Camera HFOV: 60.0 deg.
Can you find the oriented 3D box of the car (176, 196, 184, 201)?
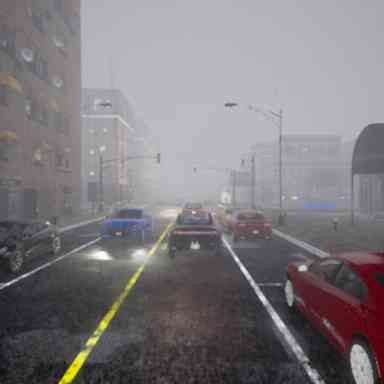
[{"bbox_3d":[-2.989,1.679,84.640,2.033,1.411,5.357,0,0,0],"label":"car"}]

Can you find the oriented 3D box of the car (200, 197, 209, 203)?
[{"bbox_3d":[2.695,1.690,71.576,1.802,1.307,4.206,0,0,0],"label":"car"}]

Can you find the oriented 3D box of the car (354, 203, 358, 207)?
[{"bbox_3d":[25.493,1.615,46.935,4.829,1.417,1.752,0,0,0],"label":"car"}]

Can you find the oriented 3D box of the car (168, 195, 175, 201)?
[{"bbox_3d":[-5.683,1.692,94.182,1.752,1.417,4.829,0,0,0],"label":"car"}]

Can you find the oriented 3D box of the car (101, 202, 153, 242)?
[{"bbox_3d":[-3.090,1.492,16.563,1.882,1.535,5.008,0,0,0],"label":"car"}]

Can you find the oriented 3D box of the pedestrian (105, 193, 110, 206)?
[{"bbox_3d":[-12.623,1.128,49.599,0.375,1.860,0.375,0,0,0],"label":"pedestrian"}]

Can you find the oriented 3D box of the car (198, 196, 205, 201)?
[{"bbox_3d":[2.698,1.718,94.363,2.008,1.369,4.403,-1,0,0],"label":"car"}]

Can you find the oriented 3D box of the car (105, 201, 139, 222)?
[{"bbox_3d":[-5.692,1.553,27.547,1.752,1.417,4.829,0,0,0],"label":"car"}]

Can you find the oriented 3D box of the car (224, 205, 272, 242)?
[{"bbox_3d":[2.687,1.559,16.317,1.887,1.381,4.507,0,0,0],"label":"car"}]

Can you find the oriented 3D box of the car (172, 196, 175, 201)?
[{"bbox_3d":[-5.685,1.672,77.262,2.008,1.369,4.403,0,0,0],"label":"car"}]

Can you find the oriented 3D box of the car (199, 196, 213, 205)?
[{"bbox_3d":[2.692,1.522,60.183,1.967,1.590,4.097,0,0,0],"label":"car"}]

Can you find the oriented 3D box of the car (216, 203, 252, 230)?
[{"bbox_3d":[2.688,1.546,22.184,1.752,1.417,4.829,0,0,0],"label":"car"}]

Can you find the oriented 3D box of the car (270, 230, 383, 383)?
[{"bbox_3d":[2.686,1.548,4.923,1.887,1.381,4.507,0,0,0],"label":"car"}]

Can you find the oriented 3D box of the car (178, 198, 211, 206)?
[{"bbox_3d":[0.105,1.518,26.148,2.128,1.511,4.902,0,0,0],"label":"car"}]

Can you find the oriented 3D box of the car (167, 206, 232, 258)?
[{"bbox_3d":[0.102,1.502,12.837,2.128,1.511,4.902,0,0,0],"label":"car"}]

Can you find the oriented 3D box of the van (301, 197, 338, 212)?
[{"bbox_3d":[14.663,1.451,38.476,3.998,1.788,1.690,0,0,0],"label":"van"}]

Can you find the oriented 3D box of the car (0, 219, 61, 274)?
[{"bbox_3d":[-5.694,1.574,10.627,1.947,1.339,4.313,0,0,0],"label":"car"}]

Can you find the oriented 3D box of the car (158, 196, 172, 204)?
[{"bbox_3d":[-5.686,1.645,65.869,2.008,1.369,4.403,0,0,0],"label":"car"}]

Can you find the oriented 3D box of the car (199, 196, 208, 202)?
[{"bbox_3d":[2.696,1.672,77.274,2.008,1.369,4.403,0,0,0],"label":"car"}]
